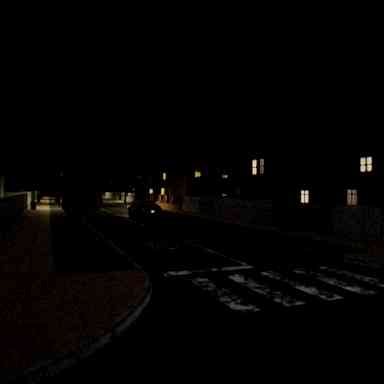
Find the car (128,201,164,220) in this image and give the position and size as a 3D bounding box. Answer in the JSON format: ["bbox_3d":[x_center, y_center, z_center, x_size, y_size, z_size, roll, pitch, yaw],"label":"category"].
[{"bbox_3d":[-3.672,1.379,26.123,1.994,1.385,4.181,1,0,-23],"label":"car"}]

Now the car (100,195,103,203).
[{"bbox_3d":[-15.648,1.037,53.822,1.837,1.490,4.892,1,0,-23],"label":"car"}]
